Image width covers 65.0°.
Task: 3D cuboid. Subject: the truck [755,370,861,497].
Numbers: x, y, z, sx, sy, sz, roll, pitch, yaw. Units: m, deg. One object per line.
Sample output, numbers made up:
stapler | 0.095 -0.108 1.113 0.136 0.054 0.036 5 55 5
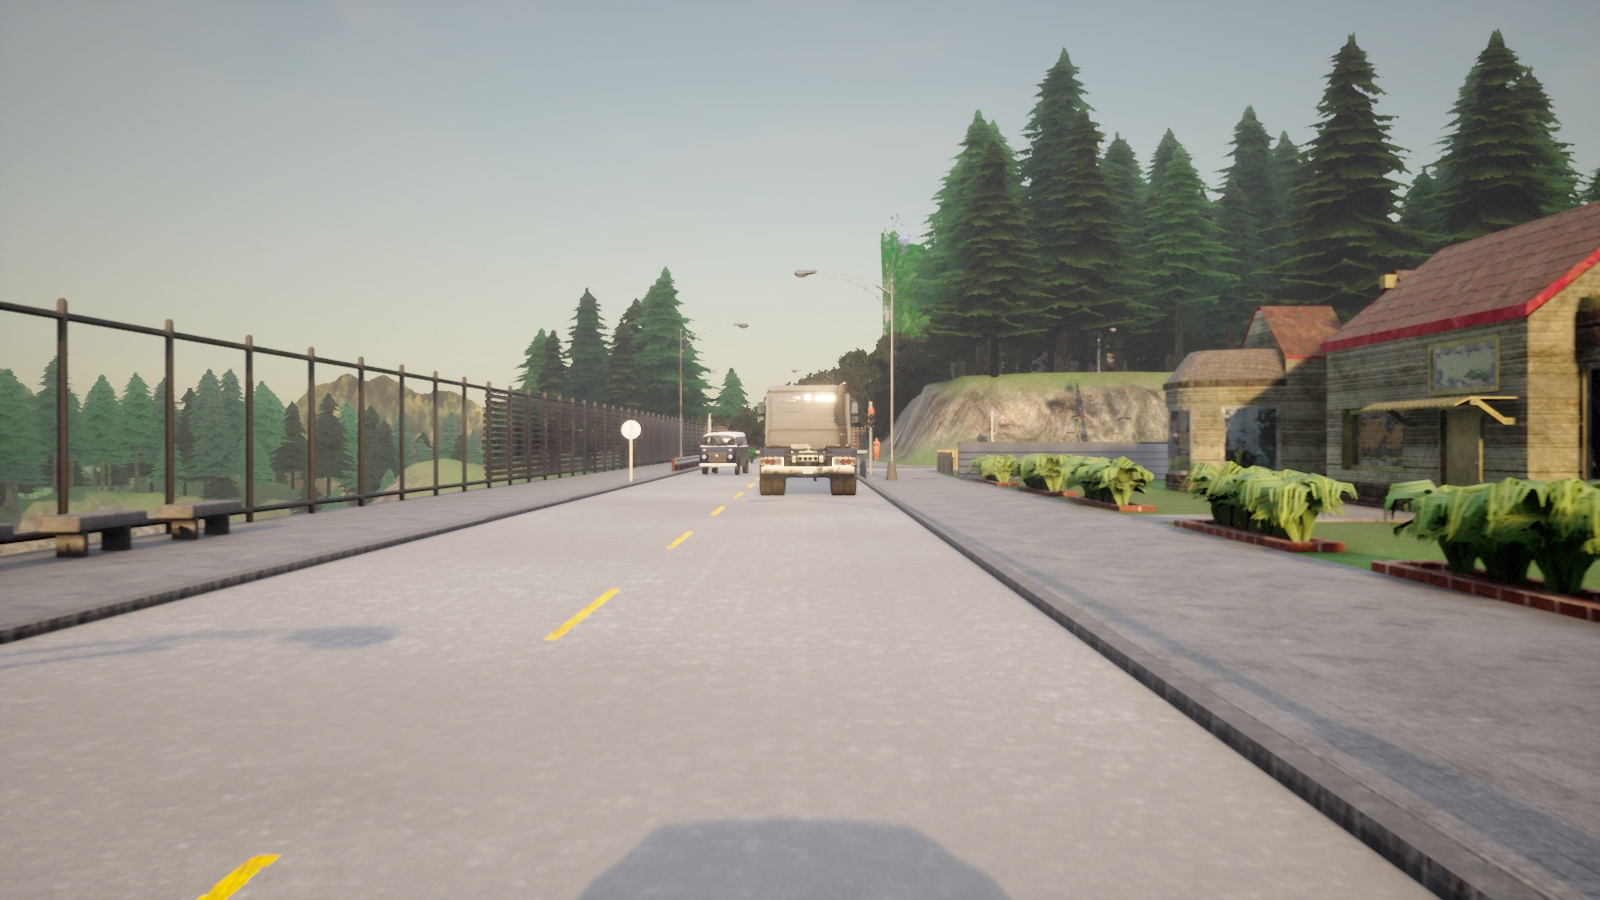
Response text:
truck | 0.241 -0.453 38.284 2.891 3.462 7.936 0 0 0

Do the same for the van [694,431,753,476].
van | -3.539 0.134 59.043 2.069 2.038 4.480 0 0 6
